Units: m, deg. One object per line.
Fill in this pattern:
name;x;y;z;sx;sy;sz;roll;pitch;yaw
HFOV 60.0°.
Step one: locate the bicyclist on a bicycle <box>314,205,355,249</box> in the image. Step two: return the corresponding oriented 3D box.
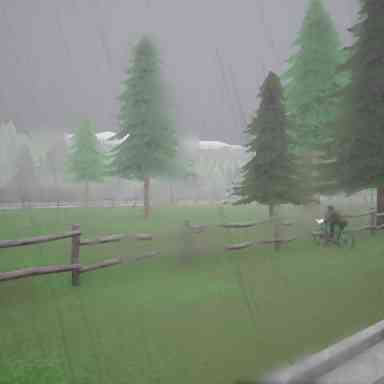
bicyclist on a bicycle;5.417;1.348;12.705;0.582;1.620;1.656;0;3;-37
